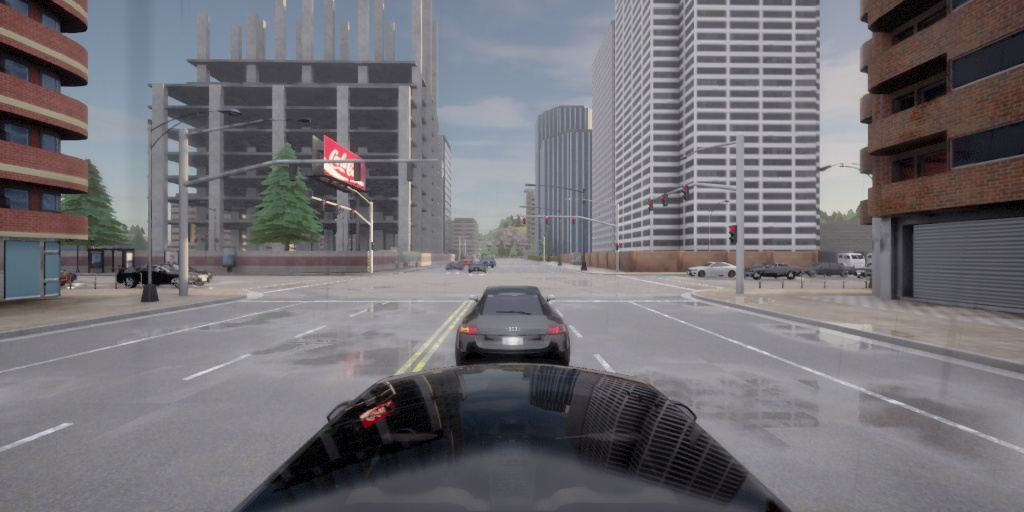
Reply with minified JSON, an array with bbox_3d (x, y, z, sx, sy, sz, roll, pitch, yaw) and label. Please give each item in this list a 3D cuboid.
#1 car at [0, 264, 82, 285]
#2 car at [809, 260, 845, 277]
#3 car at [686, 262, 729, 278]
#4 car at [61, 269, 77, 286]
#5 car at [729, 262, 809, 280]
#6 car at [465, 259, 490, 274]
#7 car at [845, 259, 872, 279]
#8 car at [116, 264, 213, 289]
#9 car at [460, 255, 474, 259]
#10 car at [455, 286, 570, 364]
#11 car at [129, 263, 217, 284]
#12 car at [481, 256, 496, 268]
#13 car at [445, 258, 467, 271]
[{"bbox_3d":[-34.601,1.314,26.081,4.181,1.385,1.994,0,0,-1],"label":"car"},{"bbox_3d":[29.662,1.297,34.238,5.357,1.411,2.033,0,0,-1],"label":"car"},{"bbox_3d":[19.080,1.276,34.066,4.674,1.442,1.812,0,0,-1],"label":"car"},{"bbox_3d":[-31.119,1.102,22.631,4.553,1.767,2.097,0,0,-1],"label":"car"},{"bbox_3d":[21.845,1.241,30.627,4.902,1.511,2.128,0,0,-1],"label":"car"},{"bbox_3d":[-3.984,1.314,41.796,1.994,1.385,4.181,0,0,-1],"label":"car"},{"bbox_3d":[32.218,1.241,30.768,4.902,1.511,2.128,0,0,-1],"label":"car"},{"bbox_3d":[-22.017,1.241,22.763,4.902,1.511,2.128,0,0,-1],"label":"car"},{"bbox_3d":[-7.652,0.971,61.941,2.150,2.045,5.566,0,0,0],"label":"car"},{"bbox_3d":[0.009,1.314,7.674,1.994,1.385,4.181,0,0,0],"label":"car"},{"bbox_3d":[-24.698,1.276,26.246,4.674,1.442,1.812,0,0,-1],"label":"car"},{"bbox_3d":[-4.142,0.974,59.212,2.150,2.045,5.566,0,0,-1],"label":"car"},{"bbox_3d":[-7.538,1.314,47.403,1.994,1.385,4.181,0,0,-1],"label":"car"}]
